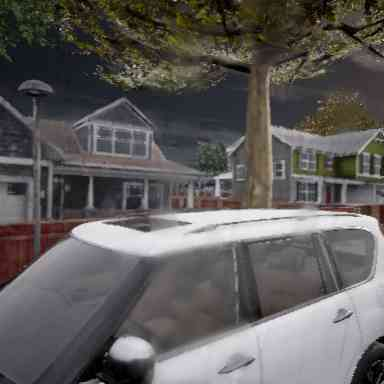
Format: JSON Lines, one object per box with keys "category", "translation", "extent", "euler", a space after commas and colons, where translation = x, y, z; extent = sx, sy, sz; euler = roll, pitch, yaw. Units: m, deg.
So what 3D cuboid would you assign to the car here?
{"category": "car", "translation": [-0.243, 1.222, 2.869], "extent": [5.566, 2.045, 2.150], "euler": [0, 0, -35]}
